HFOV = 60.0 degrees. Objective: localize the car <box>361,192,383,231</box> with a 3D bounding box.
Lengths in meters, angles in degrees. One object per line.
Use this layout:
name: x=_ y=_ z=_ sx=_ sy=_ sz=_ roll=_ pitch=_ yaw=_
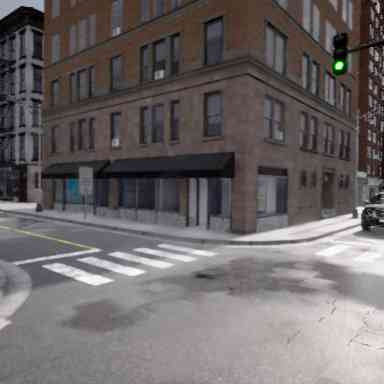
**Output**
car: x=10.791 y=1.012 z=17.920 sx=2.150 sy=2.045 sz=5.566 roll=2 pitch=1 yaw=39
